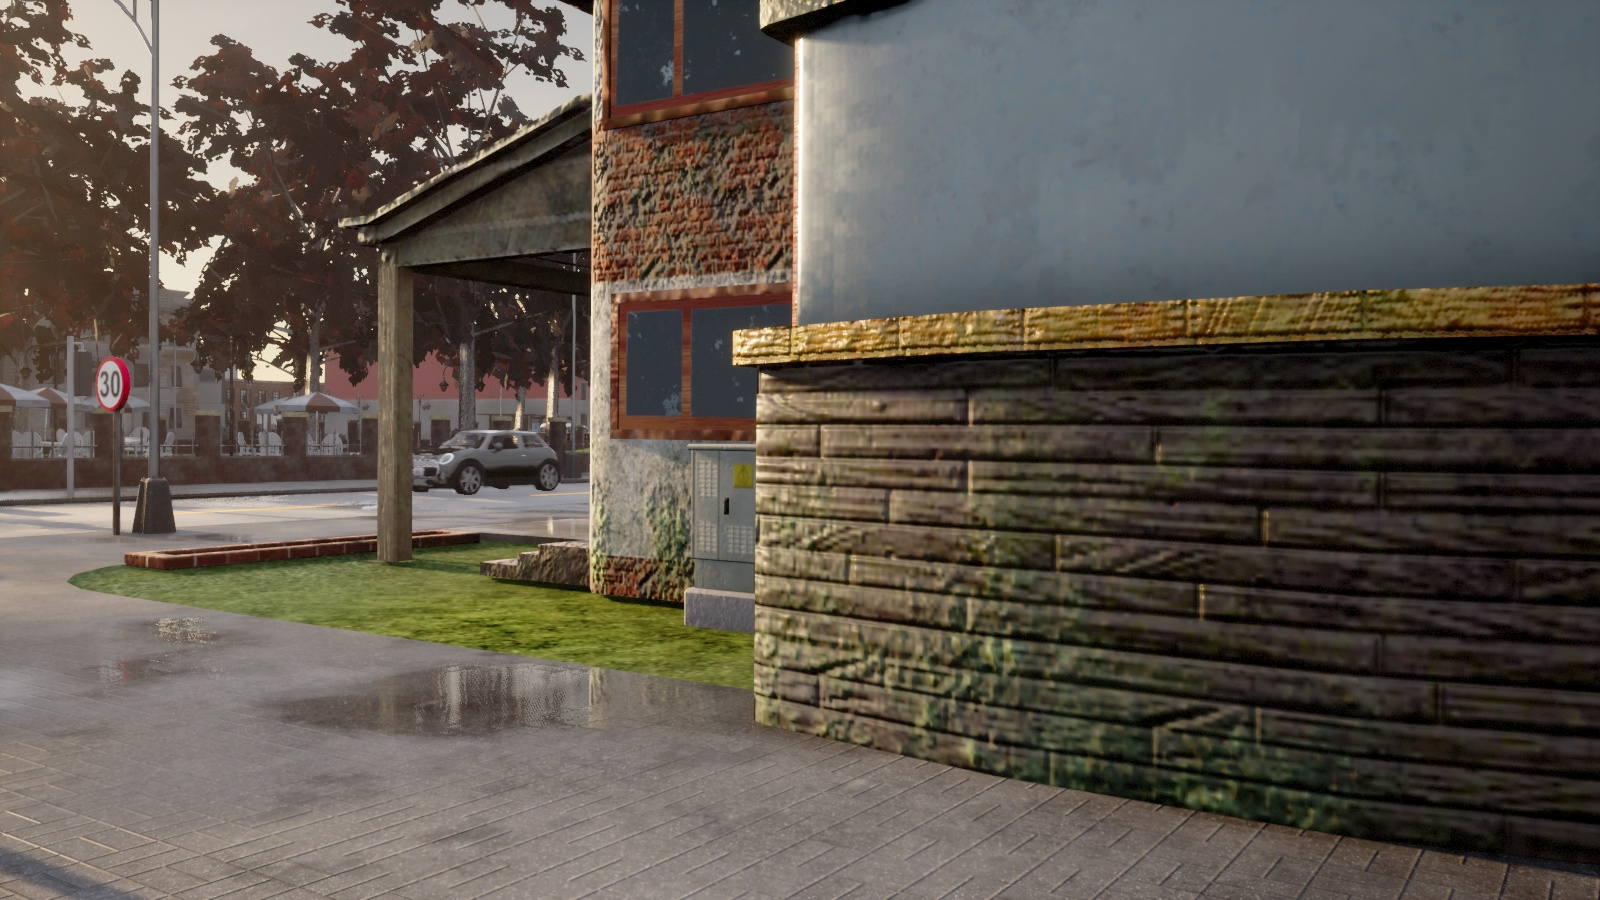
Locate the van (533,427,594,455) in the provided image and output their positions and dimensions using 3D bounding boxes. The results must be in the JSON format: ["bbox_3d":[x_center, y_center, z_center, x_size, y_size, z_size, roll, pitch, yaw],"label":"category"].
[{"bbox_3d":[-18.045,-0.693,96.037,2.069,2.038,4.480,0,1,34],"label":"van"}]

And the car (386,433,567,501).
[{"bbox_3d":[-7.577,0.360,29.708,1.970,1.475,3.806,0,1,33],"label":"car"}]
